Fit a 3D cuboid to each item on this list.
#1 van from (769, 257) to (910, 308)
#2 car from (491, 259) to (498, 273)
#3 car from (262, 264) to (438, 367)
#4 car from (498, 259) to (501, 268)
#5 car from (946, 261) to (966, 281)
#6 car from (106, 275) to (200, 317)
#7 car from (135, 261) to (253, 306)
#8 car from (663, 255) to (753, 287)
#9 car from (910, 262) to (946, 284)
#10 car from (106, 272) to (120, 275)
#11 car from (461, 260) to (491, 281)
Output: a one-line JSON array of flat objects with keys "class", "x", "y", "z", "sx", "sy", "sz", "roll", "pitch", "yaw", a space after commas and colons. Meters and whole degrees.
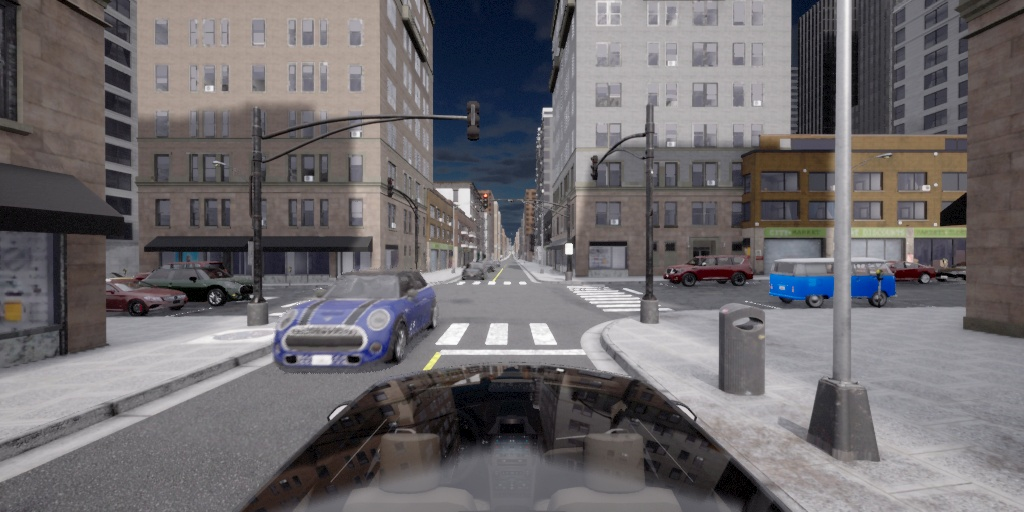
[{"class": "van", "x": 12.128, "y": 0.957, "z": 13.647, "sx": 3.998, "sy": 1.789, "sz": 1.690, "roll": 0, "pitch": 0, "yaw": 0}, {"class": "car", "x": -3.061, "y": 1.271, "z": 45.092, "sx": 1.837, "sy": 1.490, "sz": 4.892, "roll": 0, "pitch": 0, "yaw": 0}, {"class": "car", "x": -3.095, "y": 1.101, "z": 8.082, "sx": 2.097, "sy": 1.767, "sz": 4.553, "roll": 0, "pitch": 0, "yaw": 0}, {"class": "car", "x": -3.001, "y": 1.286, "z": 62.818, "sx": 2.128, "sy": 1.511, "sz": 4.902, "roll": 0, "pitch": 0, "yaw": 1}, {"class": "car", "x": 28.940, "y": 0.916, "z": 22.201, "sx": 4.313, "sy": 1.339, "sz": 1.948, "roll": 0, "pitch": 0, "yaw": 0}, {"class": "car", "x": -14.809, "y": 1.527, "z": 13.601, "sx": 4.207, "sy": 1.307, "sz": 1.802, "roll": 0, "pitch": 0, "yaw": 0}, {"class": "car", "x": -13.998, "y": 1.269, "z": 16.243, "sx": 4.553, "sy": 1.767, "sz": 2.097, "roll": -1, "pitch": 0, "yaw": 0}, {"class": "car", "x": 12.112, "y": 0.872, "z": 22.172, "sx": 5.009, "sy": 1.841, "sz": 2.192, "roll": 0, "pitch": 0, "yaw": 0}, {"class": "car", "x": 23.330, "y": 0.965, "z": 22.191, "sx": 4.507, "sy": 1.381, "sz": 1.888, "roll": 0, "pitch": 0, "yaw": 0}, {"class": "car", "x": -26.003, "y": 1.551, "z": 22.107, "sx": 4.829, "sy": 1.417, "sz": 1.751, "roll": 0, "pitch": 0, "yaw": 0}, {"class": "car", "x": -3.076, "y": 1.257, "z": 29.917, "sx": 1.837, "sy": 1.490, "sz": 4.892, "roll": 0, "pitch": 0, "yaw": 0}]
